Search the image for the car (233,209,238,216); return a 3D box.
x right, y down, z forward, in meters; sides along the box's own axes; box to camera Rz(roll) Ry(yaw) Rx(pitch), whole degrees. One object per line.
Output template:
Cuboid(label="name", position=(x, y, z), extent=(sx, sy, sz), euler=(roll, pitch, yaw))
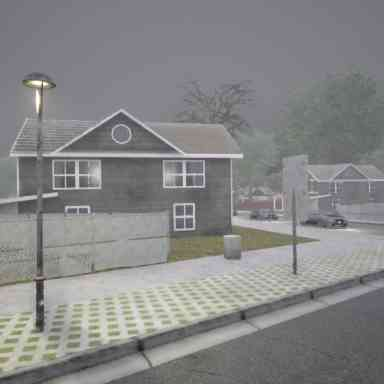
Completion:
Cuboid(label="car", position=(5.088, 2.899, 49.563), extent=(2.033, 1.411, 5.357), euler=(-1, -1, -13))

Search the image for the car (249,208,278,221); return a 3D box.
Cuboid(label="car", position=(7.990, 2.532, 37.373), extent=(1.994, 1.385, 4.181), euler=(-1, -2, -13))

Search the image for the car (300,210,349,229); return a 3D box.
Cuboid(label="car", position=(10.540, 2.157, 26.761), extent=(1.994, 1.385, 4.181), euler=(-1, -2, -14))
